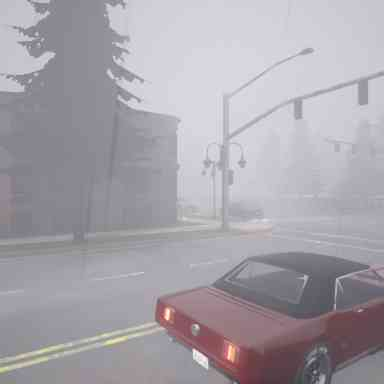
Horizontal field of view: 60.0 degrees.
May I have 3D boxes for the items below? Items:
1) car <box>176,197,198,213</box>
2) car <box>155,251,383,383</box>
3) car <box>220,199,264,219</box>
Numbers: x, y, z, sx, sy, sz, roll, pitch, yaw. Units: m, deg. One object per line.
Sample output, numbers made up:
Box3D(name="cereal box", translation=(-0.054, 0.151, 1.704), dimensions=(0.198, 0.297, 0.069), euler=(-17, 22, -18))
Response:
Box3D(name="car", translation=(-1.288, 1.352, 37.556), dimensions=(2.097, 1.767, 4.553), euler=(0, 0, -33))
Box3D(name="car", translation=(1.941, 1.601, 5.014), dimensions=(4.718, 1.301, 1.895), euler=(0, 0, -34))
Box3D(name="car", translation=(4.275, 1.564, 29.074), dimensions=(1.994, 1.385, 4.181), euler=(0, 0, -33))
